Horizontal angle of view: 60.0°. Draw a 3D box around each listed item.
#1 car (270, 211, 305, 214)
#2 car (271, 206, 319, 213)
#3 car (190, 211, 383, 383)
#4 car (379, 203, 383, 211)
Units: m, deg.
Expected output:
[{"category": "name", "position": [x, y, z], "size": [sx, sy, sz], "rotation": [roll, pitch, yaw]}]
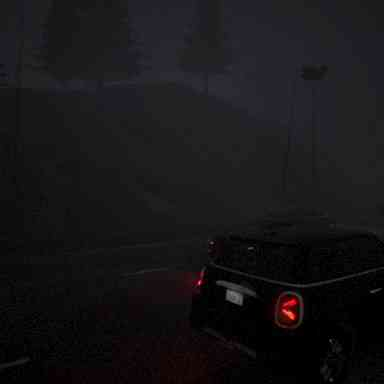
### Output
[{"category": "car", "position": [2.572, 1.518, 10.090], "size": [4.674, 1.442, 1.812], "rotation": [0, 0, -38]}, {"category": "car", "position": [5.593, 1.491, 17.047], "size": [4.892, 1.490, 1.837], "rotation": [0, 0, -40]}, {"category": "car", "position": [2.245, 1.347, 5.464], "size": [4.553, 1.767, 2.097], "rotation": [0, 0, -36]}, {"category": "car", "position": [17.747, 1.446, 28.932], "size": [1.882, 1.535, 5.008], "rotation": [0, 0, 42]}]
